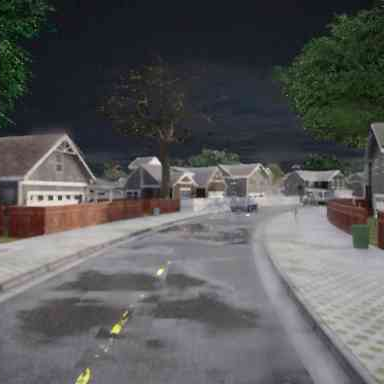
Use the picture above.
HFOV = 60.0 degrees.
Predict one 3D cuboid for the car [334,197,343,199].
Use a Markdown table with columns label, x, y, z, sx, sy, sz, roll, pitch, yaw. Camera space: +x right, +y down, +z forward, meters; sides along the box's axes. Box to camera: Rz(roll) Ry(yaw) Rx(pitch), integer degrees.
| label | x | y | z | sx | sy | sz | roll | pitch | yaw |
| --- | --- | --- | --- | --- | --- | --- | --- | --- | --- |
| car | 26.506 | 1.566 | 59.785 | 5.357 | 1.411 | 2.033 | 0 | 0 | -40 |

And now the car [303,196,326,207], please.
| label | x | y | z | sx | sy | sz | roll | pitch | yaw |
| --- | --- | --- | --- | --- | --- | --- | --- | --- | --- |
| car | 19.328 | 1.376 | 52.483 | 2.097 | 1.767 | 4.553 | 0 | 0 | 42 |

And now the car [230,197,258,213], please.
| label | x | y | z | sx | sy | sz | roll | pitch | yaw |
| --- | --- | --- | --- | --- | --- | --- | --- | --- | --- |
| car | 5.877 | 1.373 | 37.094 | 2.097 | 1.767 | 4.553 | 0 | 0 | 26 |
